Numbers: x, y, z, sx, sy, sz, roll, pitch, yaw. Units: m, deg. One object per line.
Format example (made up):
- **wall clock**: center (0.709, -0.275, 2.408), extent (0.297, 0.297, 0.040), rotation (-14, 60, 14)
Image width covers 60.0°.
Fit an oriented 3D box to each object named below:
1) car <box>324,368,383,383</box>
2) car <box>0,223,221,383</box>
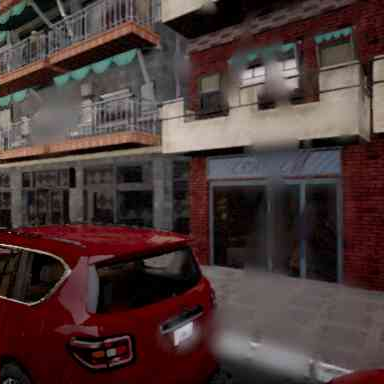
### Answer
- **car**: center (2.568, 1.536, 1.045), extent (4.507, 1.381, 1.887), rotation (0, 0, 36)
- **car**: center (-2.015, 1.338, 4.317), extent (5.009, 1.841, 2.192), rotation (0, 0, 36)
